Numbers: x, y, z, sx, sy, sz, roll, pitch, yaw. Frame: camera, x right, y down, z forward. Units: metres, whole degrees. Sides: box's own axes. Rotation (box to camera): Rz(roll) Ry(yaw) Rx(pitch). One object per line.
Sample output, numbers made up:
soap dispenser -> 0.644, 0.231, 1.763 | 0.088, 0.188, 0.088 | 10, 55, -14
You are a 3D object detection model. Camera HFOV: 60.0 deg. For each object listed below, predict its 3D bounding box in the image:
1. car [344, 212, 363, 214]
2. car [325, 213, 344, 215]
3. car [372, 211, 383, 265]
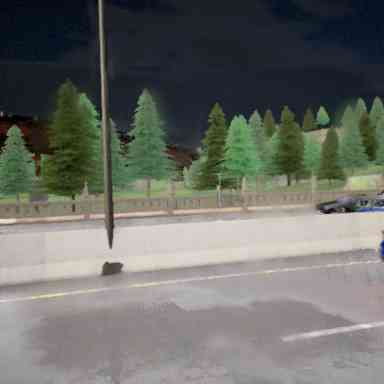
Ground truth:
car -> 10.105, 0.927, 15.501 | 5.008, 1.535, 1.882 | -2, 1, -8
car -> 11.170, 0.856, 22.758 | 5.357, 1.411, 2.033 | -2, 1, -7
car -> 6.892, 1.147, 7.658 | 5.008, 1.535, 1.882 | -2, 1, -11
